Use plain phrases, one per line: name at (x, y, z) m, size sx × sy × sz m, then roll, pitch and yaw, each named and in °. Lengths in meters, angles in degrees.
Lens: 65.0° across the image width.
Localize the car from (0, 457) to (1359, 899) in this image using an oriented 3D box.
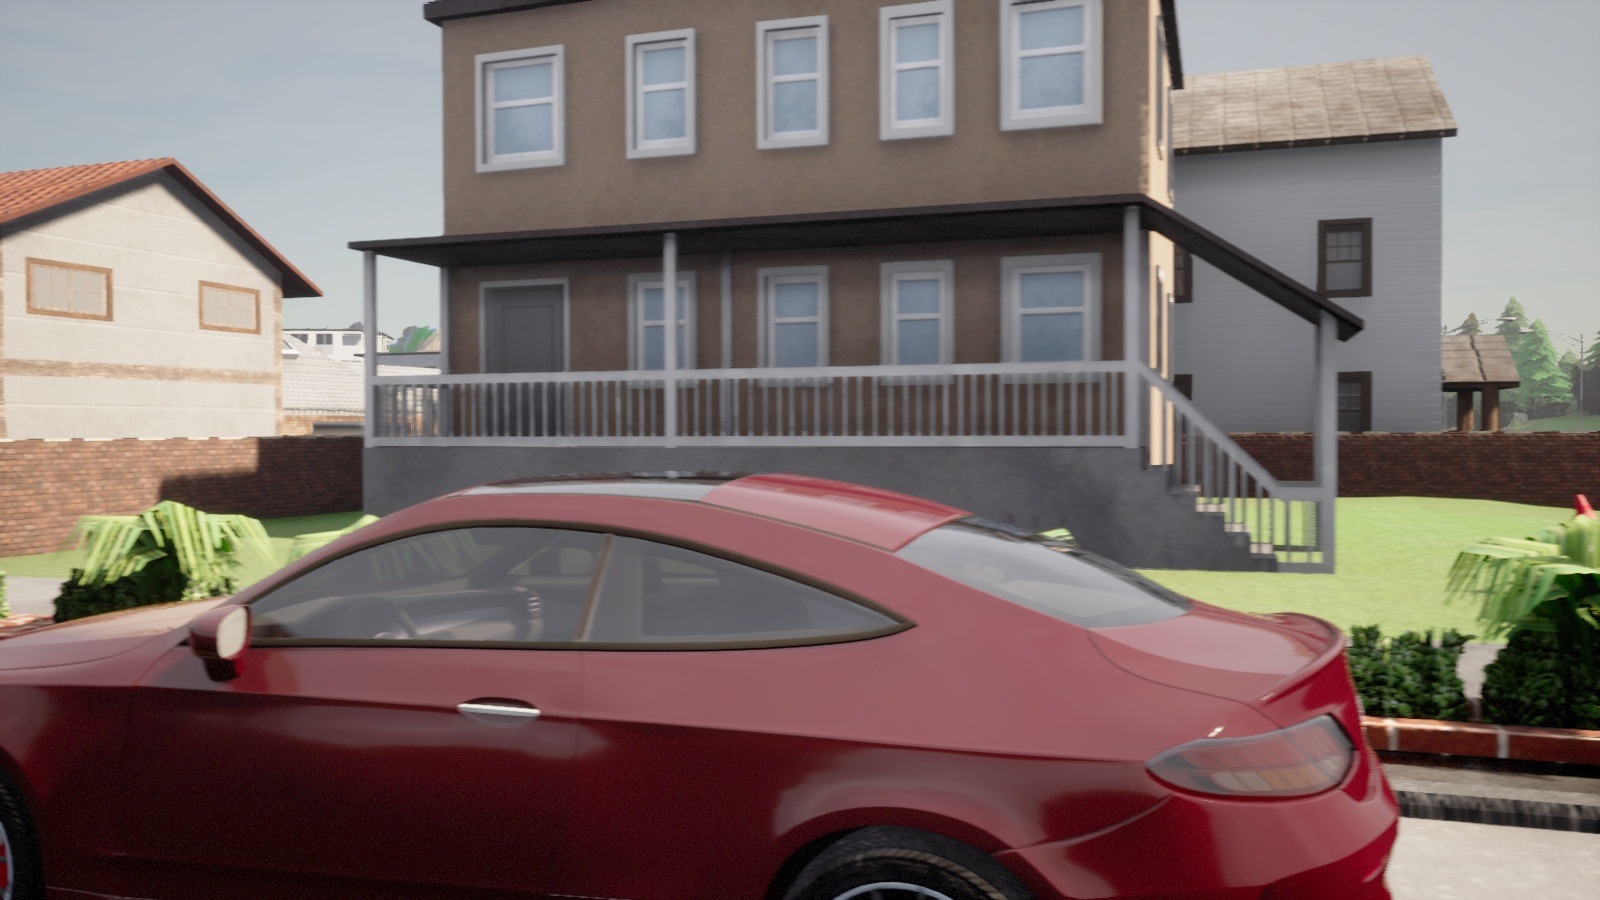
car at (-0.863, 0.785, 4.001) m, size 4.674 × 1.442 × 1.812 m, roll 1°, pitch 1°, yaw 19°
